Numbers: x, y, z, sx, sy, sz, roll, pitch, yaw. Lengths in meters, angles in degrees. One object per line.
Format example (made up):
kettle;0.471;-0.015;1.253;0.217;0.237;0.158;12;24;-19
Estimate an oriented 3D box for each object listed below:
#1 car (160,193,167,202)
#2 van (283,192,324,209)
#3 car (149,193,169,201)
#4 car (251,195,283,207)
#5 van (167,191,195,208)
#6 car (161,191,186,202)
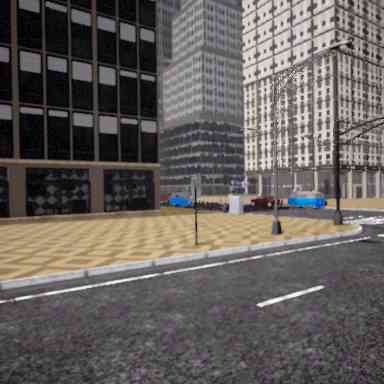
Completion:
car;-3.941;0.994;55.034;1.812;1.442;4.674;-1;1;-33
van;12.194;0.884;35.839;1.690;1.788;3.998;-1;1;-34
car;-6.338;0.921;63.424;1.887;1.381;4.507;-1;1;-34
car;9.048;1.062;40.399;1.887;1.381;4.507;-1;1;-34
van;-1.016;0.984;40.340;1.690;1.788;3.998;-1;1;-34
car;-3.266;0.720;58.813;2.192;1.841;5.009;-1;1;-34
